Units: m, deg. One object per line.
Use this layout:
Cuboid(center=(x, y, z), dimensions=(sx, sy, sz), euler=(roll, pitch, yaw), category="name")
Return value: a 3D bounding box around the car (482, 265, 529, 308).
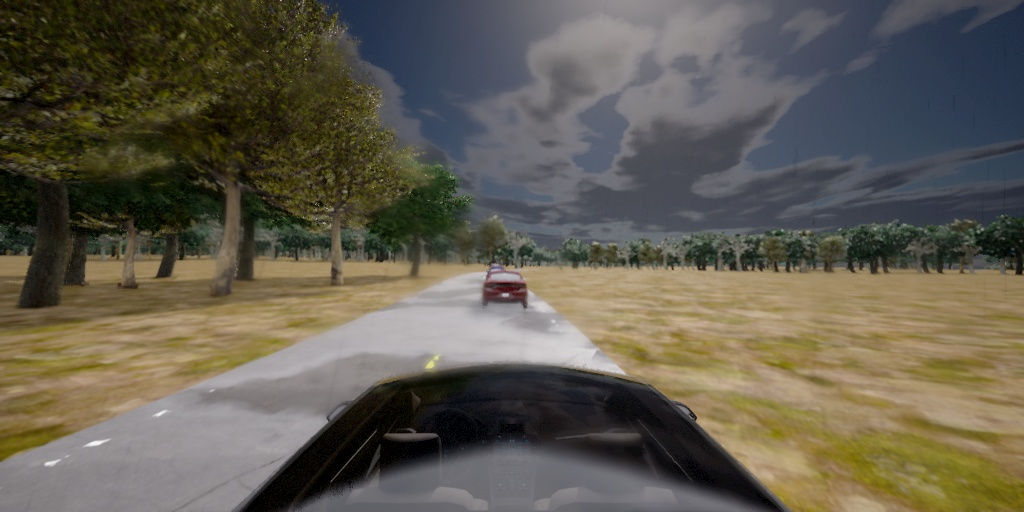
Cuboid(center=(-0.345, 1.385, 16.268), dimensions=(1.882, 1.535, 5.008), euler=(1, -1, -3), category="car")
